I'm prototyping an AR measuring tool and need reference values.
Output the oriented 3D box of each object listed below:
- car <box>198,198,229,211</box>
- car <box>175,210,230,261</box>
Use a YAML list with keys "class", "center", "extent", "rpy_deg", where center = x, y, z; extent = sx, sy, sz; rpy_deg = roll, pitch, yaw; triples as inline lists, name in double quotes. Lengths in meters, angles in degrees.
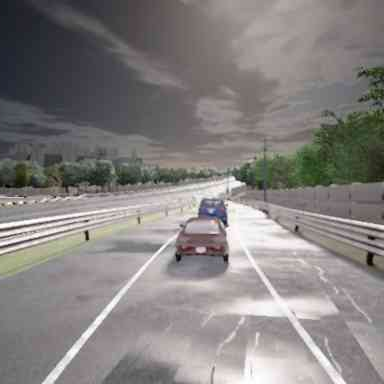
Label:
- class: "car"
  center: [1.698, 1.490, 26.226]
  extent: [2.150, 2.045, 5.566]
  rpy_deg: [0, 0, 8]
- class: "car"
  center: [0.446, 1.653, 12.688]
  extent: [1.812, 1.442, 4.674]
  rpy_deg: [0, 0, 4]
